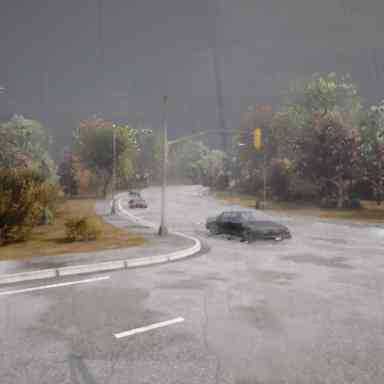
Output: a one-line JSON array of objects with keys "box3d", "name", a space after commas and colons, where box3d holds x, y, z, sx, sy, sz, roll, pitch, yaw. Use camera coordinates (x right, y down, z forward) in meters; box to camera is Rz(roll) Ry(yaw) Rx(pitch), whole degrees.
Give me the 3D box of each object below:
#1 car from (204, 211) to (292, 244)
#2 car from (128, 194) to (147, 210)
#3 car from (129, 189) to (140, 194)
[{"box3d": [2.605, 1.683, 17.051, 2.033, 1.411, 5.357, 1, -1, -27], "name": "car"}, {"box3d": [-6.541, 1.332, 39.800, 1.994, 1.385, 4.181, 1, 2, -16], "name": "car"}, {"box3d": [-11.140, 0.065, 64.972, 2.033, 1.411, 5.357, 1, 3, -4], "name": "car"}]
